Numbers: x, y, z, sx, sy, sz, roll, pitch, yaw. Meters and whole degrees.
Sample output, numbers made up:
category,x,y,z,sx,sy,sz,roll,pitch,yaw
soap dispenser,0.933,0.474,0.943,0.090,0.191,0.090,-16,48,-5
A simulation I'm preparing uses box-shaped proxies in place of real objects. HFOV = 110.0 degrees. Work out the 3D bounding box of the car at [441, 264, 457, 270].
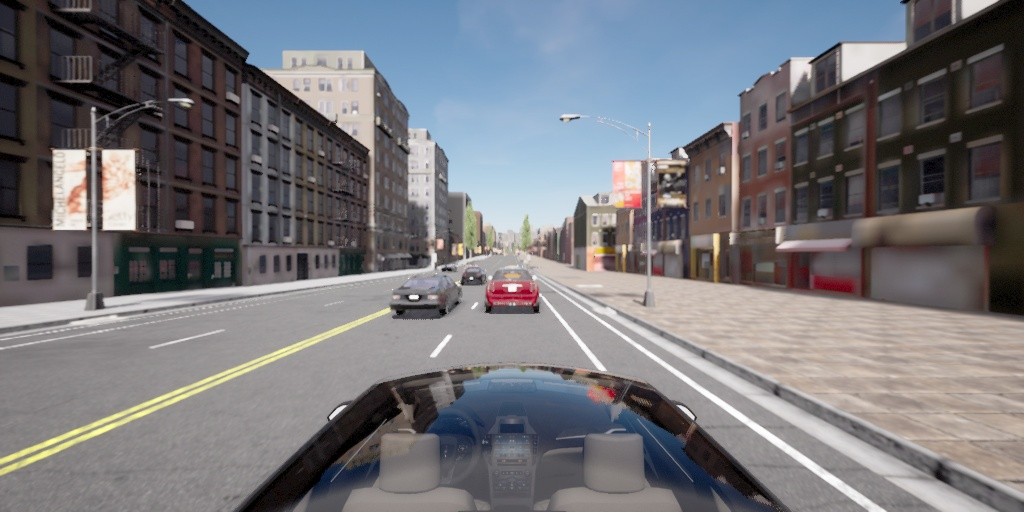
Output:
category,x,y,z,sx,sy,sz,roll,pitch,yaw
car,-9.795,1.968,55.821,1.895,1.301,4.718,0,0,0

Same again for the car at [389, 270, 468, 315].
category,x,y,z,sx,sy,sz,roll,pitch,yaw
car,-3.233,1.439,14.369,2.033,1.411,5.357,0,-1,0

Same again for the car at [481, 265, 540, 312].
category,x,y,z,sx,sy,sz,roll,pitch,yaw
car,0.029,1.254,15.265,2.097,1.767,4.553,0,-1,0

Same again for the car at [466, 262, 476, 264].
category,x,y,z,sx,sy,sz,roll,pitch,yaw
car,-6.540,1.726,56.534,2.097,1.767,4.553,0,-1,0

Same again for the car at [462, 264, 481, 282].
category,x,y,z,sx,sy,sz,roll,pitch,yaw
car,-3.207,1.637,30.754,1.812,1.442,4.674,0,-1,1
